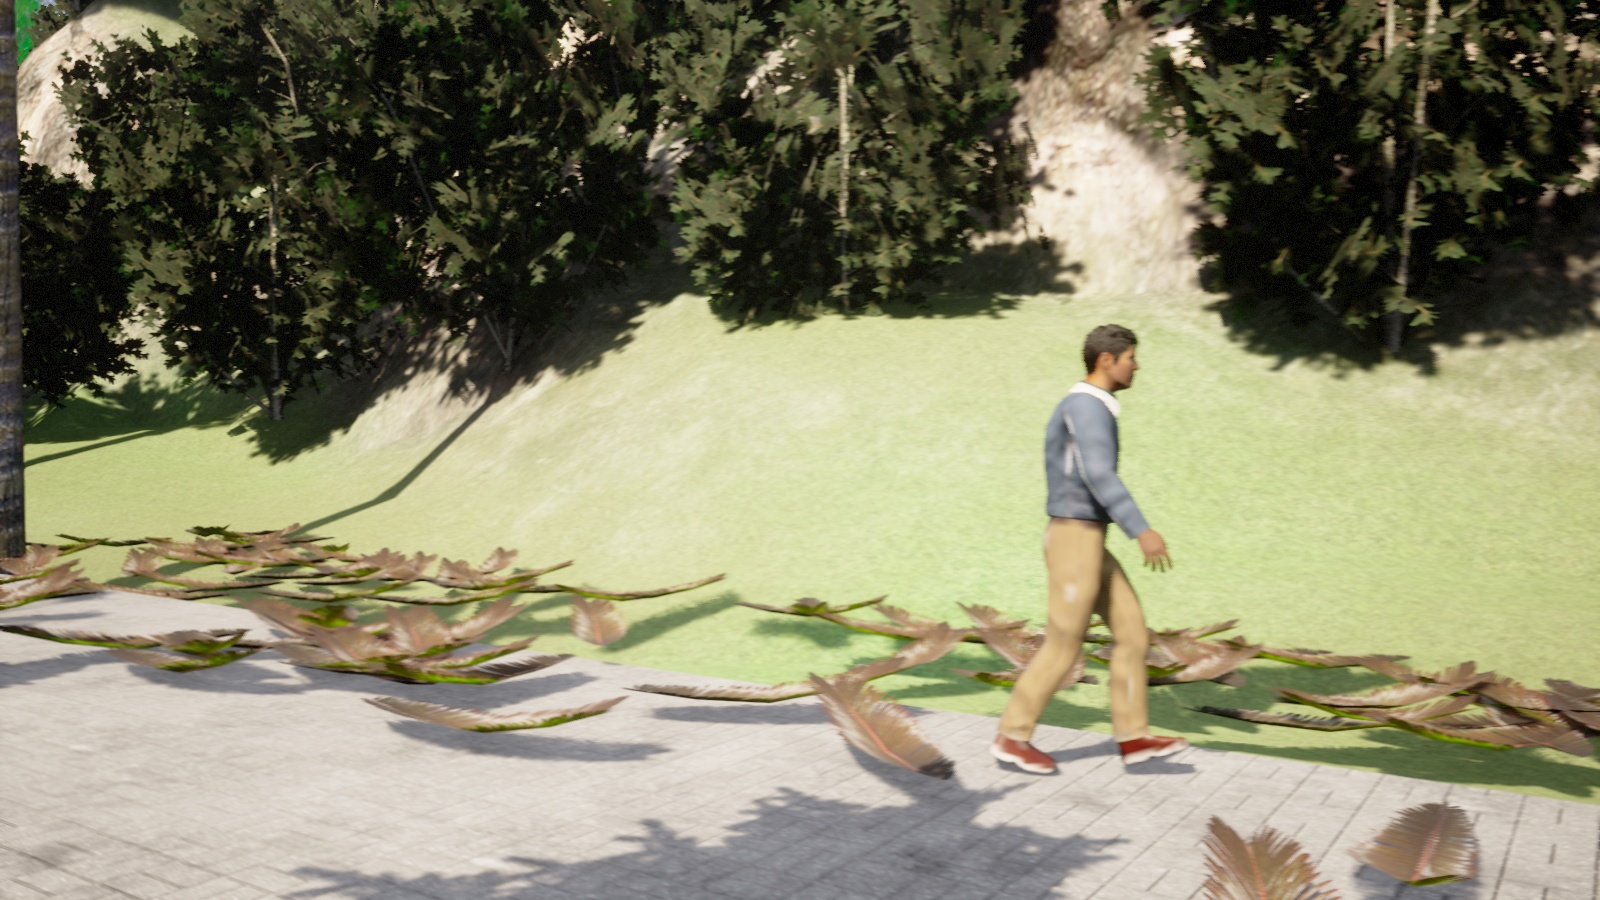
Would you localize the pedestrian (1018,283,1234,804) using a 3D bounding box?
[{"bbox_3d":[1.289,0.350,4.999,0.788,1.949,0.423,0,1,15],"label":"pedestrian"}]
